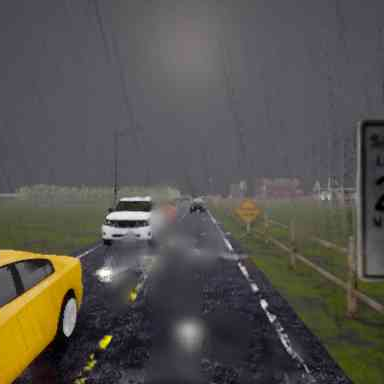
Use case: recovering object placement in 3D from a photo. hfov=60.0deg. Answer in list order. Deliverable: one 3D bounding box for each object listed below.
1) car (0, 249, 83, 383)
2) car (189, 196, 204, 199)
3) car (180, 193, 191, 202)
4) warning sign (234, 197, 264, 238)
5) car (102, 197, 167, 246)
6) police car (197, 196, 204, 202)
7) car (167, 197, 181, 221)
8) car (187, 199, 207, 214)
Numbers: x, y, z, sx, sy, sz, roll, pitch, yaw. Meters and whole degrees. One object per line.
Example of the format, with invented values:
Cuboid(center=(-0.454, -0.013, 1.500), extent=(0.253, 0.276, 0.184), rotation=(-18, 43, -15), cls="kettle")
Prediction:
Cuboid(center=(-2.809, 1.477, 3.661), extent=(1.882, 1.535, 5.008), rotation=(0, 0, 1), cls="car")
Cuboid(center=(0.904, 1.703, 49.129), extent=(1.882, 1.535, 5.008), rotation=(0, 0, 1), cls="car")
Cuboid(center=(-1.487, 1.338, 76.196), extent=(2.150, 2.045, 5.566), rotation=(0, 0, 1), cls="car")
Cuboid(center=(2.696, 1.186, 15.910), extent=(1.300, 1.860, 1.060), rotation=(0, -1, 1), cls="warning sign")
Cuboid(center=(-2.610, 1.268, 15.934), extent=(2.150, 2.045, 5.566), rotation=(0, 0, 0), cls="car")
Cuboid(center=(2.335, 1.962, 91.031), extent=(1.930, 1.638, 5.238), rotation=(0, 0, 1), cls="police car")
Cuboid(center=(-2.370, 1.453, 28.259), extent=(2.097, 1.767, 4.553), rotation=(0, 0, 1), cls="car")
Cuboid(center=(0.713, 1.765, 37.927), extent=(1.895, 1.301, 4.718), rotation=(0, 0, 1), cls="car")
